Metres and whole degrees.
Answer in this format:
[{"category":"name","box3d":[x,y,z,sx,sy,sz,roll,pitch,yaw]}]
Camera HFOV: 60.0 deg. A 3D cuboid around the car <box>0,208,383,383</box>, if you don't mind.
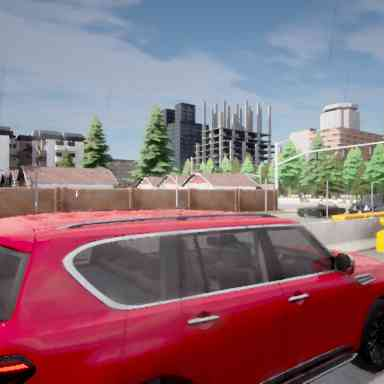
[{"category":"car","box3d":[0.333,1.220,3.981,5.566,2.045,2.150,0,0,-36]}]
